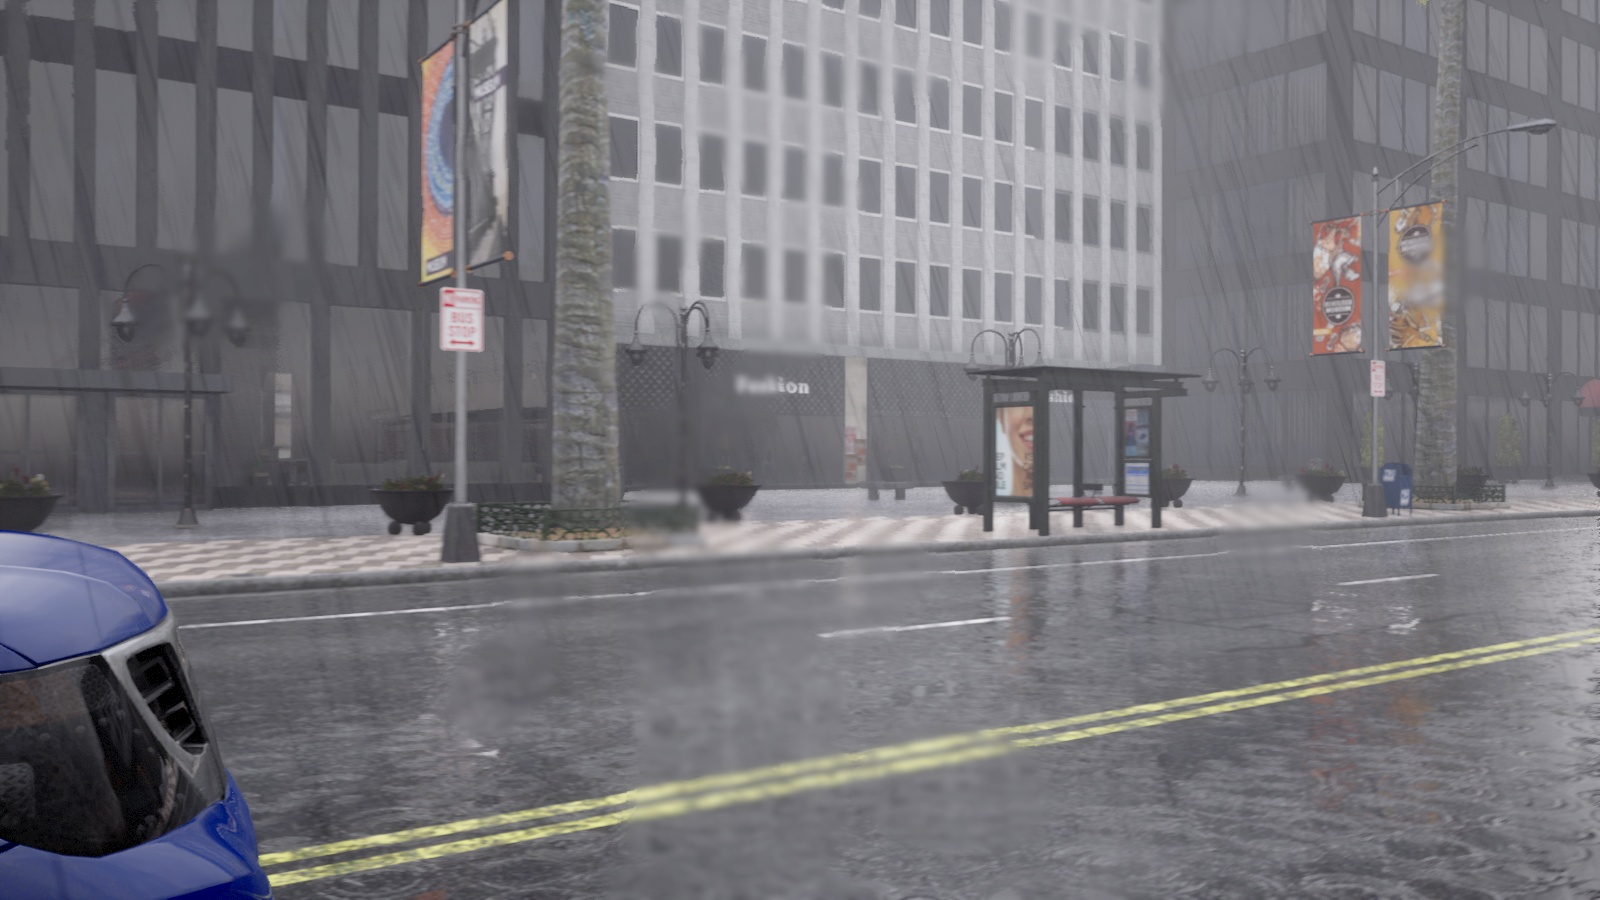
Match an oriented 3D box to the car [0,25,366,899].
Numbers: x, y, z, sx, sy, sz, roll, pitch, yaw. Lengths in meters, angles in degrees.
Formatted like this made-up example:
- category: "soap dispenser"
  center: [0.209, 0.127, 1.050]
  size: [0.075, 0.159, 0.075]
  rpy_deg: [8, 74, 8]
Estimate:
- category: "car"
  center: [-3.553, 0.474, 1.187]
  size: [5.566, 2.045, 2.150]
  rpy_deg: [0, 0, -35]
